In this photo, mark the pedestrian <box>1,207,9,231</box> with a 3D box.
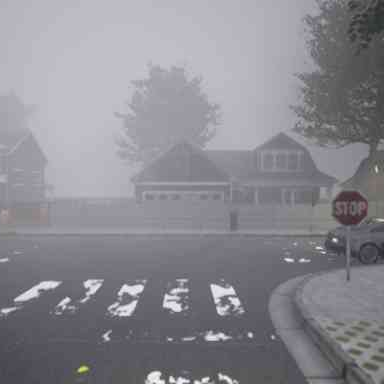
[{"bbox_3d":[-9.774,1.360,17.396,0.375,1.300,0.375,0,0,-1],"label":"pedestrian"}]

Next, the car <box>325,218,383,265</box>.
[{"bbox_3d":[6.908,1.626,11.639,4.181,1.385,1.994,0,0,-7],"label":"car"}]
